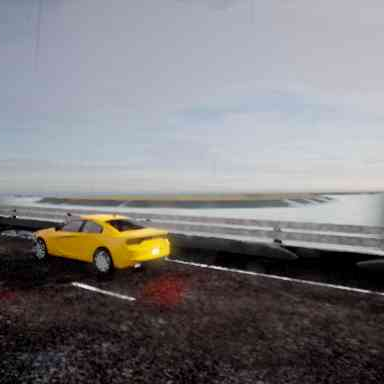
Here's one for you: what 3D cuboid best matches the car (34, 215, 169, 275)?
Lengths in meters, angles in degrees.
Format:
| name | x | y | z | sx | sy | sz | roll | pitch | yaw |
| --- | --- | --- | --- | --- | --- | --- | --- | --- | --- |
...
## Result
| name | x | y | z | sx | sy | sz | roll | pitch | yaw |
| --- | --- | --- | --- | --- | --- | --- | --- | --- | --- |
| car | -2.998 | 1.451 | 10.452 | 5.008 | 1.535 | 1.882 | 0 | 0 | 36 |
